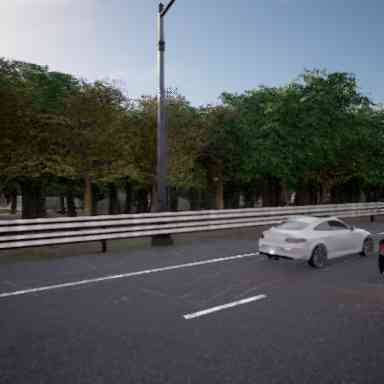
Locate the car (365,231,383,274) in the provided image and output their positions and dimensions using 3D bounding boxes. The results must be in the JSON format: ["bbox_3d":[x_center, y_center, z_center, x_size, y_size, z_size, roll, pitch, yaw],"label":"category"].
[{"bbox_3d":[6.830,1.444,8.723,5.008,1.535,1.882,0,0,-36],"label":"car"}]

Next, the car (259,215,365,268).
[{"bbox_3d":[4.233,1.509,11.164,4.674,1.442,1.812,0,0,-36],"label":"car"}]
